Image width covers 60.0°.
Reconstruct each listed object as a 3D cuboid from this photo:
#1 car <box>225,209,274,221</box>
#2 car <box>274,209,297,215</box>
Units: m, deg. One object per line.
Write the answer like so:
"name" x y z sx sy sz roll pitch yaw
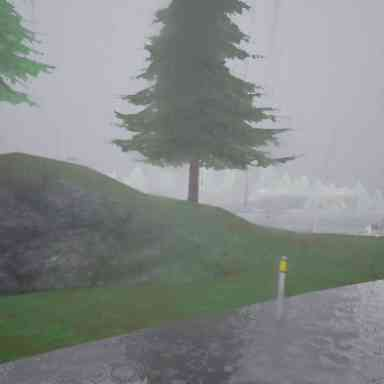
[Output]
"car" 5.804 2.551 35.653 4.902 1.511 2.128 0 -2 29
"car" 10.573 2.815 41.005 4.902 1.511 2.128 0 -2 29
